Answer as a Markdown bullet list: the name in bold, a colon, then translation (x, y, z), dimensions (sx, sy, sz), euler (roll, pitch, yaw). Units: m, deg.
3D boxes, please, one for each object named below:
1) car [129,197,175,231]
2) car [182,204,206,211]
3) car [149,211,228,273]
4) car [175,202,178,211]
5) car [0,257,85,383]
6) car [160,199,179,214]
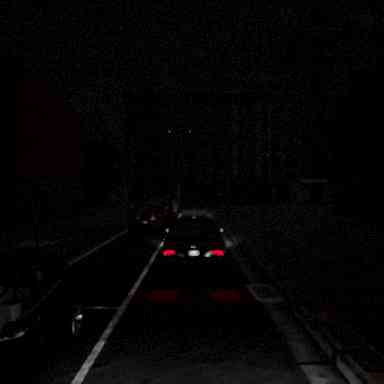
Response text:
- **car**: translation (-2.499, 1.322, 20.437), dimensions (2.192, 1.841, 5.009), euler (1, 0, 0)
- **car**: translation (0.192, 1.613, 27.238), dimensions (1.895, 1.301, 4.718), euler (0, 0, 1)
- **car**: translation (0.075, 1.550, 10.681), dimensions (2.033, 1.411, 5.357), euler (0, 0, 1)
- **car**: translation (-2.466, 1.326, 25.969), dimensions (2.192, 1.841, 5.009), euler (1, 0, 0)
- **car**: translation (-2.606, 1.566, 3.840), dimensions (1.947, 1.339, 4.313), euler (1, 0, 0)
- **car**: translation (-2.405, 1.546, 36.863), dimensions (1.752, 1.417, 4.829), euler (1, 0, 0)
